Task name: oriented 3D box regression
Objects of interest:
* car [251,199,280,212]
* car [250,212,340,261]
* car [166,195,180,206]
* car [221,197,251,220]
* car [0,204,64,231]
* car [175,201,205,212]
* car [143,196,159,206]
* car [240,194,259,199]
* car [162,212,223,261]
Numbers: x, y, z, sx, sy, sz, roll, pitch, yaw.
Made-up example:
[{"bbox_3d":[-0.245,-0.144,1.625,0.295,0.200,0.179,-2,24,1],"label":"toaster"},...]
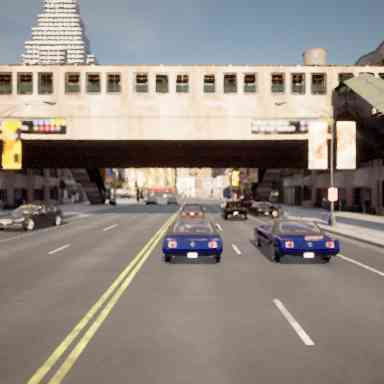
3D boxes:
[{"bbox_3d":[6.729,1.635,32.170,1.895,1.301,4.718,0,0,0],"label":"car"},{"bbox_3d":[3.542,1.616,12.218,1.895,1.301,4.718,0,0,1],"label":"car"},{"bbox_3d":[-3.422,1.576,58.420,1.837,1.490,4.892,0,0,0],"label":"car"},{"bbox_3d":[3.605,1.514,29.016,1.882,1.535,5.008,0,0,1],"label":"car"},{"bbox_3d":[-10.003,1.508,20.943,2.231,1.521,4.892,0,0,10],"label":"car"},{"bbox_3d":[0.043,1.580,25.668,2.033,1.411,5.357,0,0,1],"label":"car"},{"bbox_3d":[-6.916,1.620,58.204,2.033,1.411,5.357,0,0,1],"label":"car"},{"bbox_3d":[6.684,1.278,39.566,2.435,2.045,5.566,0,0,0],"label":"car"},{"bbox_3d":[0.042,1.616,12.217,1.895,1.301,4.718,0,0,1],"label":"car"}]
